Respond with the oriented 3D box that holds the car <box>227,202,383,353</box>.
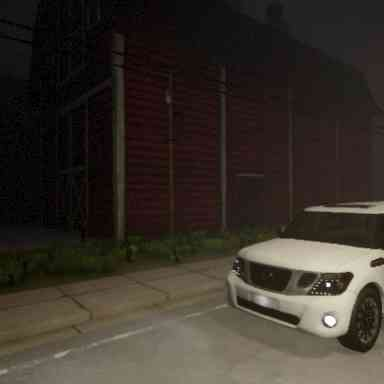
[{"bbox_3d":[3.202,1.240,6.601,5.566,2.045,2.150,0,0,-38],"label":"car"}]
